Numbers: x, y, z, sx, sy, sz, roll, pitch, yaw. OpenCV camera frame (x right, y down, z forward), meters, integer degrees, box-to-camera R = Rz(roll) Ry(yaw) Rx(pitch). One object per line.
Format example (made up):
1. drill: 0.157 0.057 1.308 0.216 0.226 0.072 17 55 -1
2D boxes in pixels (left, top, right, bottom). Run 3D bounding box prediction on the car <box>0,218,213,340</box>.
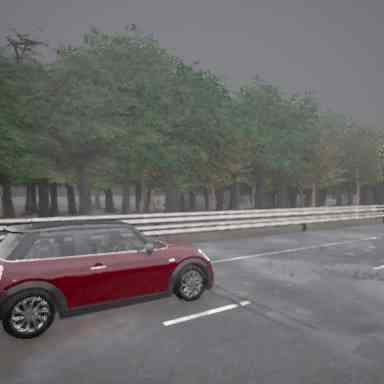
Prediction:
1. car: -1.737 1.364 6.812 4.553 1.767 2.097 0 0 -36
